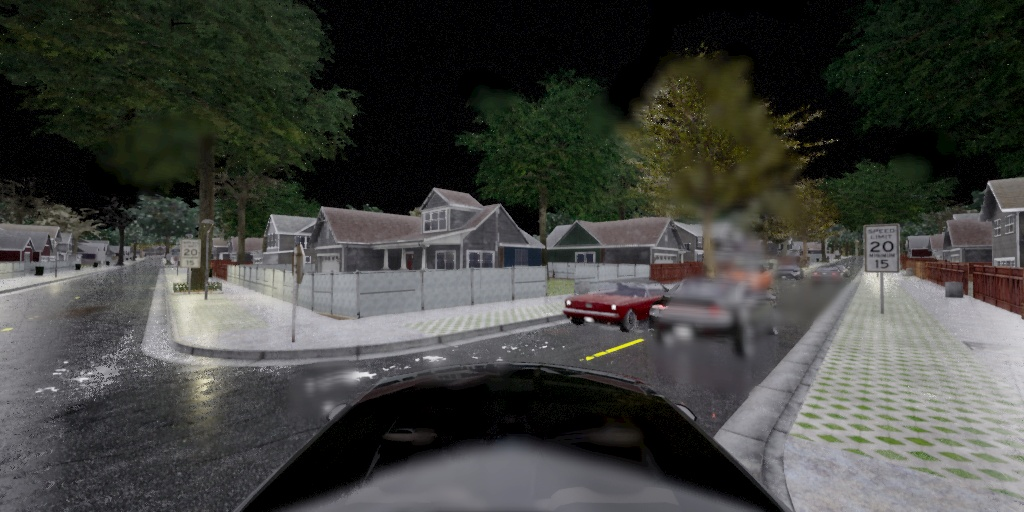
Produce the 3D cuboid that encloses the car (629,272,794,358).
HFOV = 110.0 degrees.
[{"bbox_3d":[5.088,1.301,8.768,4.902,1.511,2.128,1,-1,-45],"label":"car"}]

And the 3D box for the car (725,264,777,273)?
[{"bbox_3d":[14.530,1.306,22.185,4.553,1.767,2.097,0,-1,-45],"label":"car"}]

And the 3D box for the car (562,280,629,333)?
[{"bbox_3d":[3.663,1.443,11.371,4.718,1.301,1.895,1,-1,-45],"label":"car"}]

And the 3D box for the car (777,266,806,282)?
[{"bbox_3d":[26.144,1.599,33.643,5.357,1.411,2.033,0,-1,-45],"label":"car"}]

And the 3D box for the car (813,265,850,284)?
[{"bbox_3d":[27.087,1.567,30.593,5.357,1.411,2.033,0,-1,-44],"label":"car"}]
